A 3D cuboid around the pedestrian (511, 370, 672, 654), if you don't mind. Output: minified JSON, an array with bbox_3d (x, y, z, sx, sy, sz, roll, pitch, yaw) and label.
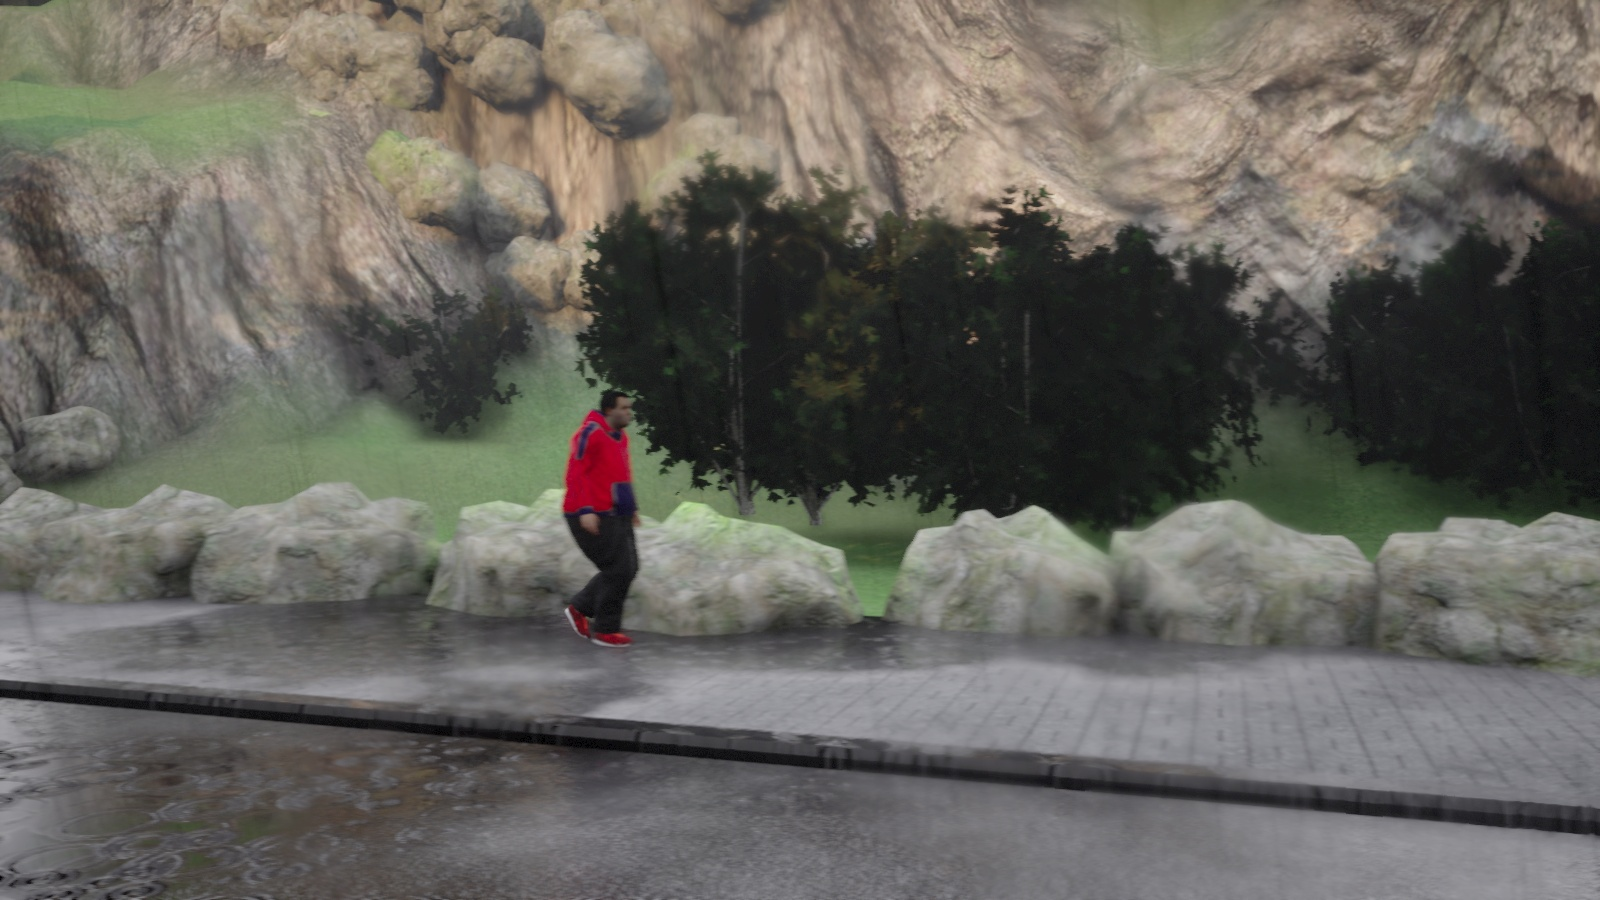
[{"bbox_3d":[-1.409,0.394,8.562,0.899,1.844,0.634,0,1,15],"label":"pedestrian"}]
